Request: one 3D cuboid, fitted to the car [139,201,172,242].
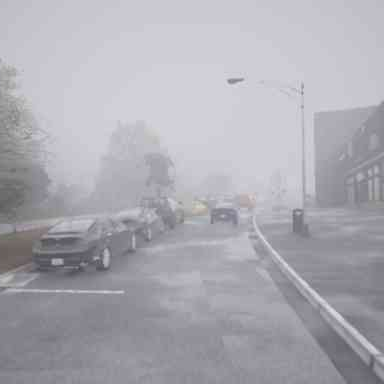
[{"bbox_3d":[-2.656,1.500,16.397,2.231,1.521,4.892,-3,0,6],"label":"car"}]

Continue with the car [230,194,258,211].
[{"bbox_3d":[6.677,1.307,42.439,2.150,2.045,5.566,-1,-1,17],"label":"car"}]

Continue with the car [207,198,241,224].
[{"bbox_3d":[2.522,1.489,25.121,1.882,1.535,5.008,0,0,9],"label":"car"}]

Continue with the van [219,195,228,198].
[{"bbox_3d":[3.054,1.386,43.850,1.878,1.987,4.442,-3,0,18],"label":"van"}]

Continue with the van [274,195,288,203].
[{"bbox_3d":[22.011,1.818,84.151,1.878,1.987,4.442,-2,0,32],"label":"van"}]

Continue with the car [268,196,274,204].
[{"bbox_3d":[16.251,1.987,74.481,2.002,1.452,4.674,-2,-1,29],"label":"car"}]

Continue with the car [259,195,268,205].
[{"bbox_3d":[13.589,1.639,69.600,2.435,2.045,5.566,-2,-1,25],"label":"car"}]

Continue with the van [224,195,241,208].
[{"bbox_3d":[6.694,1.482,54.410,1.878,1.987,4.442,-3,0,19],"label":"van"}]

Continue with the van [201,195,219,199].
[{"bbox_3d":[1.502,1.349,38.475,1.878,1.987,4.442,-3,0,13],"label":"van"}]

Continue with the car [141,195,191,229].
[{"bbox_3d":[-1.933,1.256,21.976,2.435,2.045,5.566,-3,0,8],"label":"car"}]

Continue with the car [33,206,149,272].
[{"bbox_3d":[-3.190,1.492,10.831,2.231,1.521,4.892,-3,0,6],"label":"car"}]

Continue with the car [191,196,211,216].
[{"bbox_3d":[0.193,1.540,33.113,1.946,1.575,5.366,-3,0,14],"label":"car"}]

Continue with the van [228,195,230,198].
[{"bbox_3d":[4.789,1.431,49.165,1.878,1.987,4.442,-3,0,18],"label":"van"}]
